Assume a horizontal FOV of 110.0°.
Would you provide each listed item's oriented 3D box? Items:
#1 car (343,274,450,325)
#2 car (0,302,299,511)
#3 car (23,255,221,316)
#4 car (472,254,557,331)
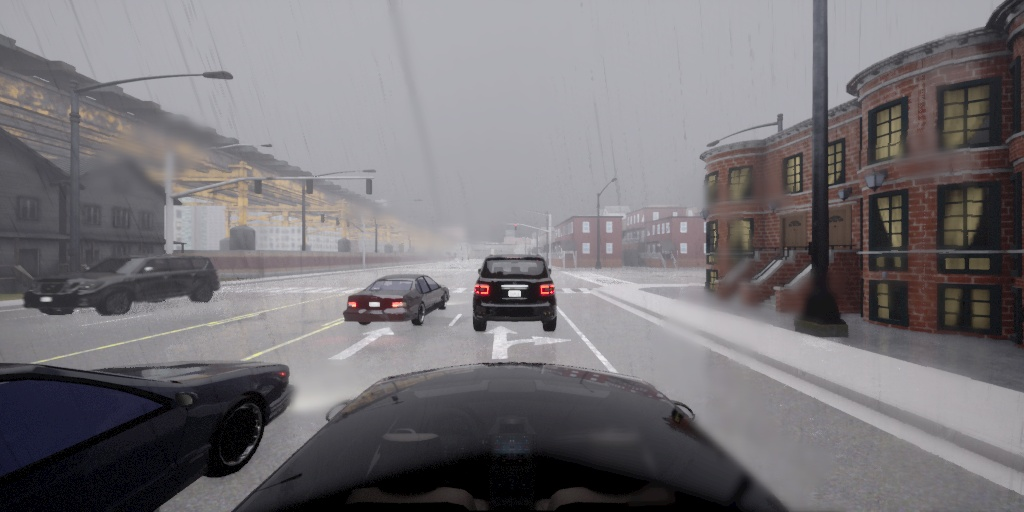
[{"bbox_3d":[-3.443,1.297,11.757,2.033,1.411,5.357,0,0,2],"label":"car"},{"bbox_3d":[-3.388,1.297,1.685,2.033,1.411,5.357,0,0,-1],"label":"car"},{"bbox_3d":[-14.051,0.973,13.600,2.150,2.045,5.566,0,0,1],"label":"car"},{"bbox_3d":[0.082,0.971,11.076,2.150,2.045,5.566,0,0,0],"label":"car"}]
